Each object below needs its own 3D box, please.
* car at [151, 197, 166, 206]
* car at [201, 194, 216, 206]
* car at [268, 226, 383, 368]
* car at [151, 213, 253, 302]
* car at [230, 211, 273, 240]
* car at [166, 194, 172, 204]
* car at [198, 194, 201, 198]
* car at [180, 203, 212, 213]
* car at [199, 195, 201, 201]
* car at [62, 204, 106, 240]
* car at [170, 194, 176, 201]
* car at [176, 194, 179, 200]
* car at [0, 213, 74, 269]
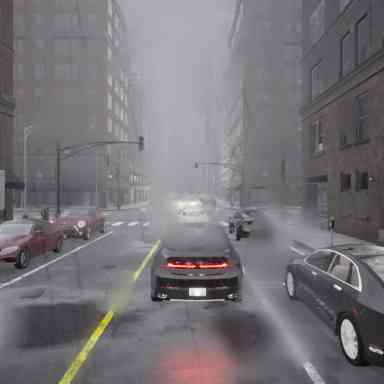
[{"bbox_3d":[-5.639,1.617,53.691,1.802,1.307,4.206,0,0,0],"label":"car"},{"bbox_3d":[2.885,1.476,53.679,1.967,1.590,4.097,0,0,0],"label":"car"},{"bbox_3d":[2.855,1.551,5.586,2.008,1.369,4.403,0,0,0],"label":"car"},{"bbox_3d":[0.097,1.505,8.253,1.837,1.490,4.892,0,0,0],"label":"car"},{"bbox_3d":[2.854,1.566,16.588,1.947,1.339,4.313,0,0,0],"label":"car"},{"bbox_3d":[-5.620,1.606,64.508,2.008,1.369,4.403,0,0,0],"label":"car"},{"bbox_3d":[2.923,1.524,75.314,1.967,1.590,4.097,0,0,0],"label":"car"},{"bbox_3d":[0.081,1.526,17.401,1.812,1.442,4.674,0,0,-1],"label":"car"},{"bbox_3d":[2.905,1.606,64.496,2.008,1.369,4.403,0,0,0],"label":"car"},{"bbox_3d":[-5.672,1.441,16.588,1.967,1.590,4.097,0,0,0],"label":"car"},{"bbox_3d":[-5.593,1.625,80.563,1.752,1.417,4.829,0,0,0],"label":"car"},{"bbox_3d":[-5.575,1.456,91.551,2.192,1.841,5.009,0,0,0],"label":"car"},{"bbox_3d":[-5.671,1.582,11.087,1.802,1.307,4.206,0,0,0],"label":"car"}]
